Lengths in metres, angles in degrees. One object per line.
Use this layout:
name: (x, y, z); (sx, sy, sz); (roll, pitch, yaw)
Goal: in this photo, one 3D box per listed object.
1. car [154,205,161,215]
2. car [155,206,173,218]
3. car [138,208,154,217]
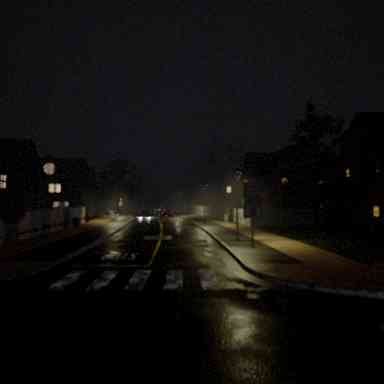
car: (-5.792, 3.107, 57.622); (2.097, 1.767, 4.553); (1, -2, -12)
car: (-3.855, 3.014, 47.775); (1.895, 1.301, 4.718); (1, -2, -10)
car: (-7.317, 3.091, 51.389); (1.994, 1.385, 4.181); (1, -2, -10)
